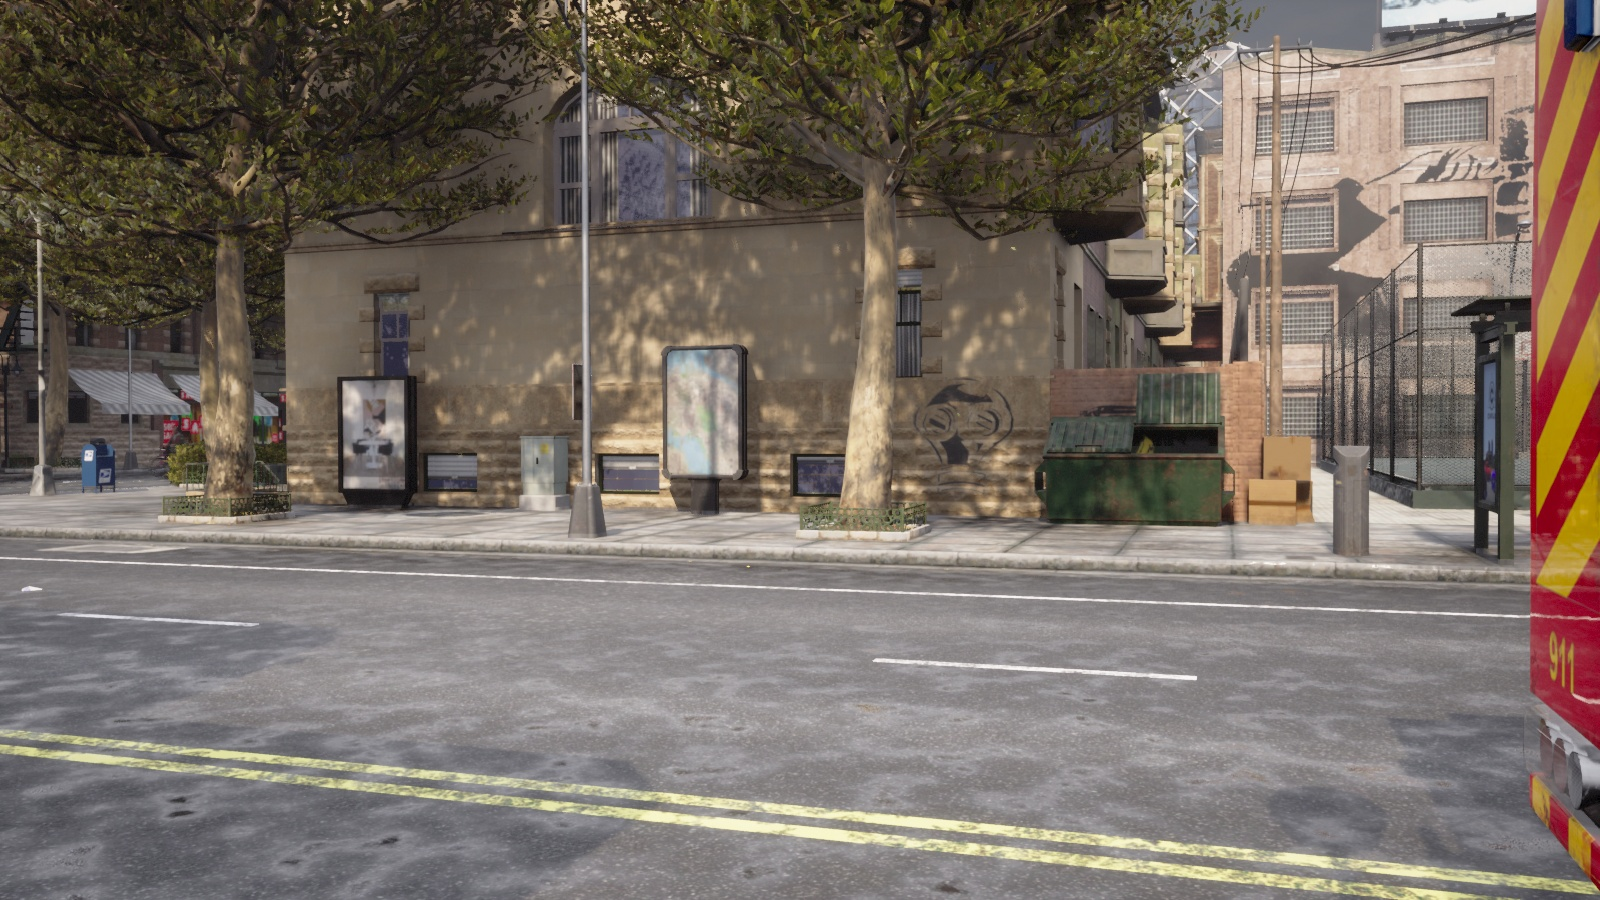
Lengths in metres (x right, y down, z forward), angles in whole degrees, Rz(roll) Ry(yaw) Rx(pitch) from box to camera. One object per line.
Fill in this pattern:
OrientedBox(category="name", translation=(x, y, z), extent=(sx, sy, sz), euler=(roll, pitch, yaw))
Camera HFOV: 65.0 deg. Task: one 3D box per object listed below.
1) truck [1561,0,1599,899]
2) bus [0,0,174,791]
OrientedBox(category="truck", translation=(5.943, -0.335, 1.185), extent=(8.468, 3.827, 2.891), euler=(1, 1, 19))
OrientedBox(category="bus", translation=(-8.651, -0.680, 6.065), extent=(10.273, 4.253, 3.944), euler=(1, 1, 19))
